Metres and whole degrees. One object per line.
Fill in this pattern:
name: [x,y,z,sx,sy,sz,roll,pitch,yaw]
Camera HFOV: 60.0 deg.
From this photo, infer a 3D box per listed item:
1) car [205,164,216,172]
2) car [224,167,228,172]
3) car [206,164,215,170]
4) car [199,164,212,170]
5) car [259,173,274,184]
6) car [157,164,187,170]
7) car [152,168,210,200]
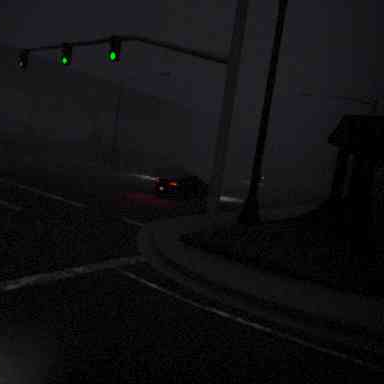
car: [4.346,-5.799,79.075,2.038,1.542,4.974,8,6,0]
car: [6.936,-5.922,83.839,4.974,1.542,2.038,5,6,-25]
car: [4.368,-5.960,79.110,1.853,1.218,4.536,8,6,0]
car: [1.567,-5.969,75.352,4.536,1.218,1.853,7,6,-10]
car: [11.568,-2.300,53.866,2.097,1.767,4.553,12,7,36]
car: [-2.195,-2.217,35.652,1.837,1.490,4.892,12,7,36]
car: [-0.320,-0.397,20.726,1.812,1.442,4.674,12,7,36]
